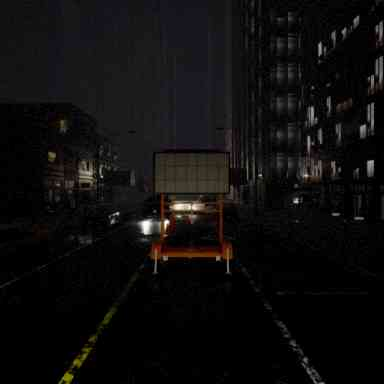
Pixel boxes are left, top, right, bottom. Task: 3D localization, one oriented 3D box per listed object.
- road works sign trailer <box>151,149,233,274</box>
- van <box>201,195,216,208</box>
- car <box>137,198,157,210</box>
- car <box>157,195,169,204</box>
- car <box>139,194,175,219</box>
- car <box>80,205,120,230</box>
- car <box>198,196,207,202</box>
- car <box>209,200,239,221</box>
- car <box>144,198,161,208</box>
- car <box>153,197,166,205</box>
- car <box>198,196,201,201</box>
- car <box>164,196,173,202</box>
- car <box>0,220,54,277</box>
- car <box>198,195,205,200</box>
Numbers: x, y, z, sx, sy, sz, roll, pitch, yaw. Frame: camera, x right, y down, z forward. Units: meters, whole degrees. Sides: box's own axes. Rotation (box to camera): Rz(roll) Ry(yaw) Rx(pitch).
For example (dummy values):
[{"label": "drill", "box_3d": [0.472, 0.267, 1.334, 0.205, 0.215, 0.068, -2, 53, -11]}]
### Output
[{"label": "road works sign trailer", "box_3d": [-0.006, 0.465, 10.533, 2.380, 3.560, 2.880, 0, 0, 0]}, {"label": "van", "box_3d": [2.657, 1.356, 48.613, 1.690, 1.788, 3.998, 0, 0, 0]}, {"label": "car", "box_3d": [-5.719, 1.562, 43.081, 2.008, 1.369, 4.403, 0, 0, 0]}, {"label": "car", "box_3d": [-5.732, 1.469, 65.177, 1.967, 1.590, 4.097, 0, 0, 0]}, {"label": "car", "box_3d": [-3.017, 1.226, 29.664, 2.150, 2.045, 5.566, 0, 0, 0]}, {"label": "car", "box_3d": [-5.705, 1.553, 20.985, 2.008, 1.369, 4.403, 0, 0, 0]}, {"label": "car", "box_3d": [2.639, 1.595, 81.759, 2.008, 1.369, 4.403, 0, 0, 0]}, {"label": "car", "box_3d": [2.672, 1.554, 26.516, 2.008, 1.369, 4.403, 0, 0, 0]}, {"label": "car", "box_3d": [-5.722, 1.560, 48.605, 1.887, 1.381, 4.507, 0, 0, 0]}, {"label": "car", "box_3d": [-5.728, 1.590, 59.653, 1.947, 1.339, 4.313, 0, 0, 0]}, {"label": "car", "box_3d": [2.648, 1.555, 65.355, 1.752, 1.417, 4.829, 0, 0, 0]}, {"label": "car", "box_3d": [-5.741, 1.626, 81.750, 1.802, 1.307, 4.206, 0, 0, 0]}, {"label": "car", "box_3d": [-5.698, 1.526, 9.765, 1.752, 1.417, 4.829, 0, 0, 0]}, {"label": "car", "box_3d": [2.632, 1.581, 92.976, 1.752, 1.417, 4.829, 0, 0, 0]}]
